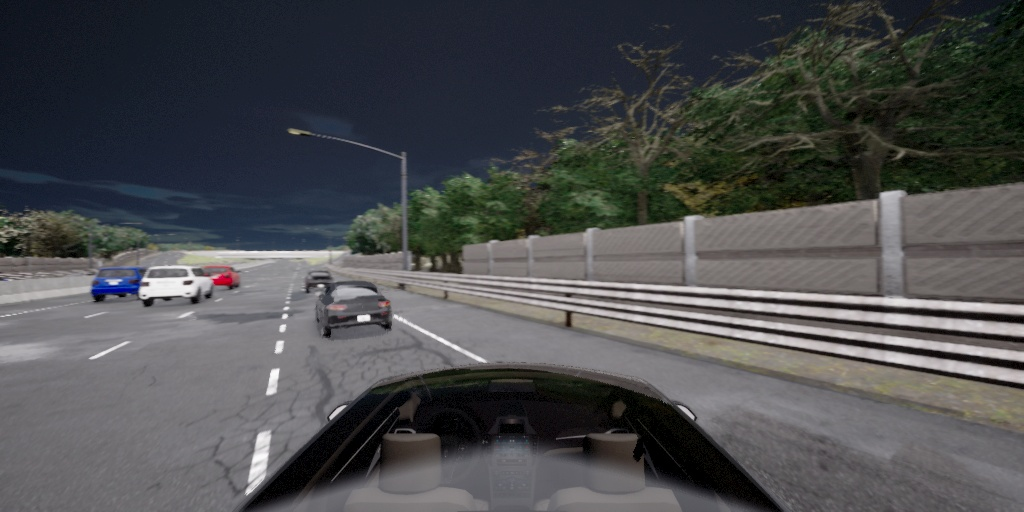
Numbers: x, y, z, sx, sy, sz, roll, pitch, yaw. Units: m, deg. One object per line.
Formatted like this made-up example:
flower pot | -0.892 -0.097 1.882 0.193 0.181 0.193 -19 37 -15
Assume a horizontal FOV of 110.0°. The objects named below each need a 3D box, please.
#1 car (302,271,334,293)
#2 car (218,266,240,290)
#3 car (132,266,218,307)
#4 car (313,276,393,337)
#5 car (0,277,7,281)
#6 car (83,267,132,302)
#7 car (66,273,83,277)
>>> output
car | -14.597 1.880 27.116 1.837 1.490 4.892 -1 -1 -31
car | -24.882 1.841 30.658 2.150 2.045 5.566 -1 0 -31
car | -18.539 1.579 20.091 2.150 2.045 5.566 -1 -1 -31
car | -5.061 1.507 11.324 1.812 1.442 4.674 -1 -1 -31
car | -45.482 2.482 30.650 1.882 1.535 5.008 -1 -1 -31
car | -24.352 1.725 22.960 2.150 2.045 5.566 -1 -1 -31
car | -45.608 2.606 37.745 1.837 1.490 4.892 -1 -1 -30
